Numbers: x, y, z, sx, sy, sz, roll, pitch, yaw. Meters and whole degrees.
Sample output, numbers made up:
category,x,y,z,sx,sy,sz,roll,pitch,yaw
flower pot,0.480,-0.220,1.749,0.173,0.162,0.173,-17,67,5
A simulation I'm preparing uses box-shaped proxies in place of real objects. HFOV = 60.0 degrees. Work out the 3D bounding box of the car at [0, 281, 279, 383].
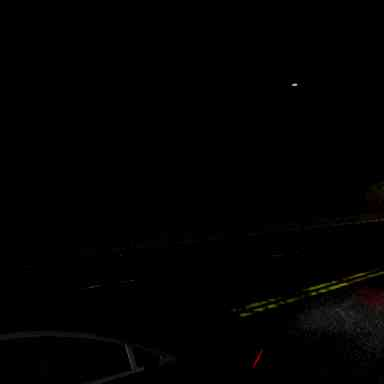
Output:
category,x,y,z,sx,sy,sz,roll,pitch,yaw
car,-1.397,1.492,2.466,4.902,1.511,2.128,0,0,-36
